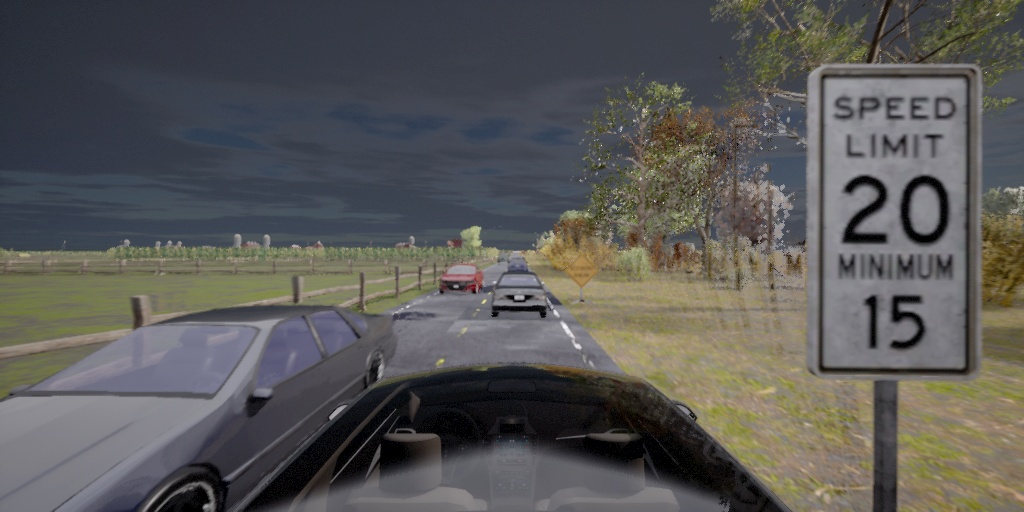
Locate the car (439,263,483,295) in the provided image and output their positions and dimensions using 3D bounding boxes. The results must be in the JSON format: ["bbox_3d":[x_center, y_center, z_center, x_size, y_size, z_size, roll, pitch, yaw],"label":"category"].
[{"bbox_3d":[-2.598,1.153,19.386,1.882,1.535,5.008,0,0,1],"label":"car"}]

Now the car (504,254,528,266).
[{"bbox_3d":[0.600,0.969,37.603,2.097,1.767,4.553,0,0,1],"label":"car"}]

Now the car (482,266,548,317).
[{"bbox_3d":[0.243,1.262,13.081,2.033,1.411,5.357,0,0,1],"label":"car"}]

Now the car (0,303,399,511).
[{"bbox_3d":[-2.839,1.275,3.780,2.033,1.411,5.357,0,0,1],"label":"car"}]

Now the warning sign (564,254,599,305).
[{"bbox_3d":[2.605,0.843,13.448,1.300,1.860,1.060,0,0,1],"label":"warning sign"}]
